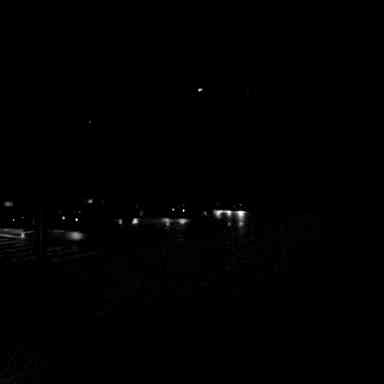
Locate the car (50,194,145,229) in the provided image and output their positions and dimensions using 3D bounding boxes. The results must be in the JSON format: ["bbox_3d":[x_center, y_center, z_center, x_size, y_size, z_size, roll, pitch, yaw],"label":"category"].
[{"bbox_3d":[-5.982,1.161,21.864,2.150,2.045,5.566,0,0,35],"label":"car"}]

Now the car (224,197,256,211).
[{"bbox_3d":[6.085,1.356,38.837,1.837,1.490,4.892,0,0,36],"label":"car"}]

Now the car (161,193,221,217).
[{"bbox_3d":[0.021,1.117,30.313,2.150,2.045,5.566,0,0,35],"label":"car"}]

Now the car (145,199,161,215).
[{"bbox_3d":[-4.101,1.390,30.126,1.882,1.535,5.008,0,0,35],"label":"car"}]

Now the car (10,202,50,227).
[{"bbox_3d":[-9.568,1.457,22.432,1.837,1.490,4.892,0,0,35],"label":"car"}]

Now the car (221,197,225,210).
[{"bbox_3d":[3.806,1.332,41.238,1.882,1.535,5.008,0,1,36],"label":"car"}]

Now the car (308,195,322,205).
[{"bbox_3d":[19.501,1.244,51.797,1.882,1.535,5.008,0,0,35],"label":"car"}]
